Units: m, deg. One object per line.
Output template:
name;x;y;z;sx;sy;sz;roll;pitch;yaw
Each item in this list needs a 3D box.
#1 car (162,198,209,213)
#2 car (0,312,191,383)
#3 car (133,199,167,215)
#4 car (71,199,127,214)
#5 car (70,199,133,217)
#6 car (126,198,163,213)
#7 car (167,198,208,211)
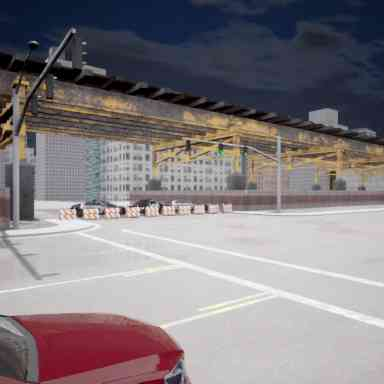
car;-0.748;1.453;36.848;4.974;1.542;2.038;0;0;-7
car;-2.160;1.526;2.226;4.674;1.442;1.812;0;0;-35
car;-4.649;1.453;33.079;2.038;1.542;4.974;0;0;18
car;-8.439;1.295;30.392;4.536;1.218;1.853;0;0;8
car;-8.388;1.453;30.385;4.974;1.542;2.038;0;0;8
car;-4.634;1.295;33.129;1.853;1.218;4.536;0;0;18
car;-0.800;1.295;36.841;4.536;1.218;1.853;0;0;-7
